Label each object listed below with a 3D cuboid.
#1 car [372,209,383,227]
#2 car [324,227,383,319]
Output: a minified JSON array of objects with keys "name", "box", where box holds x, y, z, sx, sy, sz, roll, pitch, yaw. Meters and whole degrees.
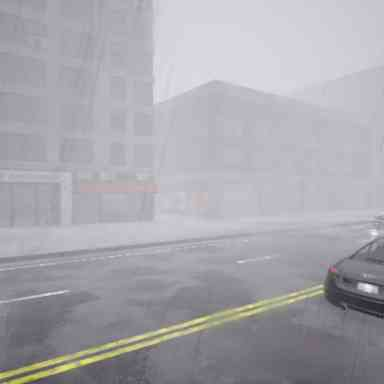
[{"name":"car","box":[13.367,1.524,21.192,4.674,1.442,1.812,0,0,-35]},{"name":"car","box":[4.551,1.564,6.684,4.181,1.385,1.994,0,0,-35]}]
